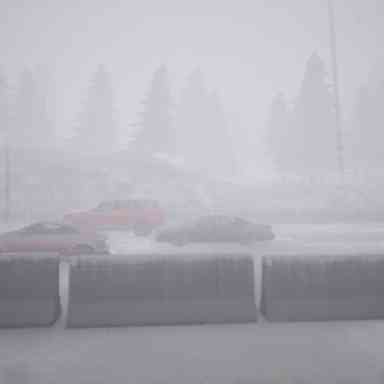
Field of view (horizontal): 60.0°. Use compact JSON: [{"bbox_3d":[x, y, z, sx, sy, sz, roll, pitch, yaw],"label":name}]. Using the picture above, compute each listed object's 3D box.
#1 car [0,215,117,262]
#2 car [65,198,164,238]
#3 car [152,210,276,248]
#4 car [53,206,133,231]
[{"bbox_3d":[-4.847,1.625,11.065,4.181,1.385,1.994,1,-1,-6],"label":"car"},{"bbox_3d":[-4.156,1.358,18.169,5.566,2.045,2.150,1,-1,-6],"label":"car"},{"bbox_3d":[1.013,1.702,15.159,5.357,1.411,2.033,1,-1,-6],"label":"car"},{"bbox_3d":[-6.231,1.674,21.480,4.674,1.442,1.812,1,-1,-6],"label":"car"}]
